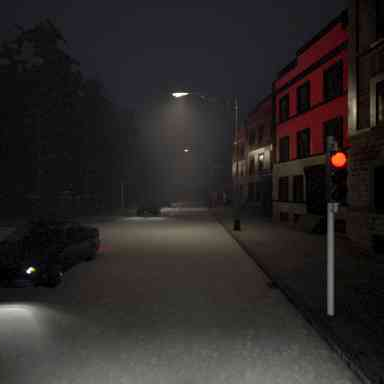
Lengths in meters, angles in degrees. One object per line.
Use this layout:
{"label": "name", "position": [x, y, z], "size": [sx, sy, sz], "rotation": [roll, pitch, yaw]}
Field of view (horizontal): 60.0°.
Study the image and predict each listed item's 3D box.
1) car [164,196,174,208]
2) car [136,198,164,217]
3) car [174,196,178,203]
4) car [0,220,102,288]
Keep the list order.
{"label": "car", "position": [-4.041, 1.600, 48.523], "size": [1.895, 1.301, 4.718], "rotation": [0, 0, 0]}
{"label": "car", "position": [-4.065, 1.525, 31.728], "size": [1.812, 1.442, 4.674], "rotation": [0, 0, 0]}
{"label": "car", "position": [-3.924, 1.492, 67.268], "size": [2.128, 1.511, 4.902], "rotation": [0, 0, 0]}
{"label": "car", "position": [-4.090, 1.547, 9.519], "size": [2.033, 1.411, 5.357], "rotation": [0, 0, 0]}
